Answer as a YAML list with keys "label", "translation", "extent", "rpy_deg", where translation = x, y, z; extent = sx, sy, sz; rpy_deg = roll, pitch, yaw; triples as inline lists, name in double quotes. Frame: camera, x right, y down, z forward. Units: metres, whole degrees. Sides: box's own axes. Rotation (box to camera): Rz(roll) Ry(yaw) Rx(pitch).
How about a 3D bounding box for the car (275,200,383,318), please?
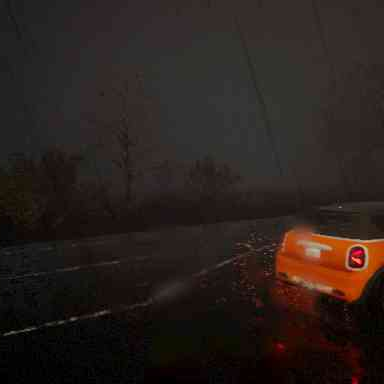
- label: "car"
  translation: [3.920, 0.964, 6.702]
  extent: [4.553, 1.767, 2.097]
  rpy_deg: [-3, 2, -29]
